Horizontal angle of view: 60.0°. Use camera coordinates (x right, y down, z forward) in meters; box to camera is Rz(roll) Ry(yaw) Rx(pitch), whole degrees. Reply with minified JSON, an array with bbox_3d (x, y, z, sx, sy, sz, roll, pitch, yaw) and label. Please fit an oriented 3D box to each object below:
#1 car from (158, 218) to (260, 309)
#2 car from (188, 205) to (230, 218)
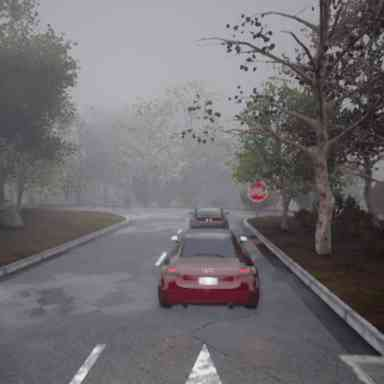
[{"bbox_3d":[0.401,1.556,7.960,1.994,1.385,4.181,0,0,3],"label":"car"},{"bbox_3d":[0.855,1.444,16.885,1.837,1.490,4.892,0,1,3],"label":"car"}]
